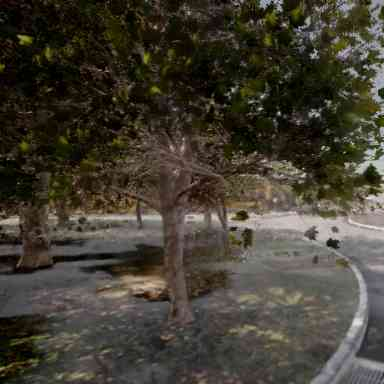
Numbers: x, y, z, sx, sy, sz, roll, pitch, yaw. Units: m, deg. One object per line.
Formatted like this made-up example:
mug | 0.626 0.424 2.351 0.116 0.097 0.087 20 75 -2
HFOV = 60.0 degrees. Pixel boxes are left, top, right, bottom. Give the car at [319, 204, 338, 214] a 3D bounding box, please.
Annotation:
car | 22.236 2.760 53.946 1.837 1.490 4.892 -1 -3 35

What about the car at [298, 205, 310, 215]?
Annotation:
car | 15.168 2.305 43.050 2.033 1.411 5.357 -1 -3 32

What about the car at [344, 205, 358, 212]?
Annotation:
car | 33.733 3.461 70.533 1.895 1.301 4.718 -1 -3 35

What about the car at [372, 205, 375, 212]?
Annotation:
car | 36.622 3.329 68.999 1.882 1.535 5.008 -1 -3 35

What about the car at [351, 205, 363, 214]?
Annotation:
car | 24.879 2.807 52.061 1.895 1.301 4.718 -1 -3 35

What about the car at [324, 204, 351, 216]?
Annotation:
car | 18.680 2.363 42.539 1.895 1.301 4.718 -1 -3 32

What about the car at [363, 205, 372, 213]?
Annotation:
car | 30.747 3.106 60.553 2.128 1.511 4.902 -1 -3 35
